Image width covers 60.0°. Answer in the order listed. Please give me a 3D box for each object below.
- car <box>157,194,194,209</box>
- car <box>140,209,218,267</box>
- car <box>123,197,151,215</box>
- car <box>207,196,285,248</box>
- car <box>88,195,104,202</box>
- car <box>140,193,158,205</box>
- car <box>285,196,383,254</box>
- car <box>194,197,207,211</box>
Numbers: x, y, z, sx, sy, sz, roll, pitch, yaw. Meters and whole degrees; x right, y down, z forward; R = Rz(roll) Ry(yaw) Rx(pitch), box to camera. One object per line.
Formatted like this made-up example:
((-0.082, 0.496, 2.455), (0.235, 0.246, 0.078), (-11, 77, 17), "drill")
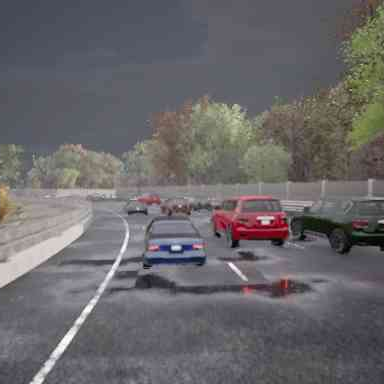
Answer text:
((-1.701, 1.299, 32.188), (2.097, 1.767, 4.553), (0, 0, -17), "car")
((-0.713, 1.529, 11.335), (2.033, 1.411, 5.357), (0, 0, -7), "car")
((-5.705, 1.523, 33.256), (1.994, 1.385, 4.181), (0, 0, -18), "car")
((2.338, 1.187, 14.745), (2.150, 2.045, 5.566), (0, 0, -7), "car")
((-21.716, 1.478, 75.110), (2.033, 1.411, 5.357), (0, 0, -37), "car")
((-6.952, 1.146, 53.341), (2.150, 2.045, 5.566), (0, 0, -29), "car")
((6.017, 1.179, 13.434), (2.150, 2.045, 5.566), (0, 0, -7), "car")
((0.422, 1.282, 37.105), (2.097, 1.767, 4.553), (0, 0, -21), "car")
